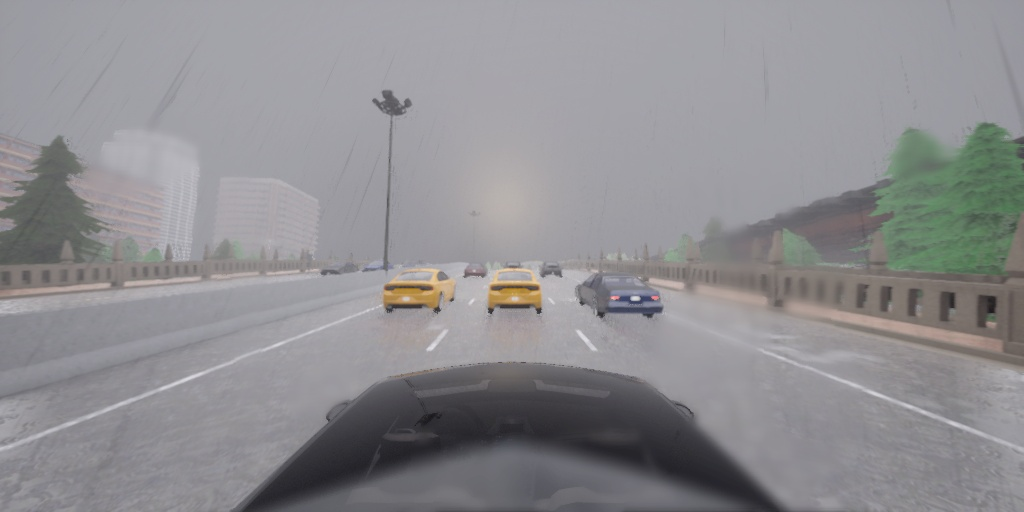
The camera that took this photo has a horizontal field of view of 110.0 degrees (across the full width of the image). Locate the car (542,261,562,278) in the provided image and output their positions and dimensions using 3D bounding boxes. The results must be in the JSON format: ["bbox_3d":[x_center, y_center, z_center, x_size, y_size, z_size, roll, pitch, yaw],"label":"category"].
[{"bbox_3d":[3.597,1.232,33.874,1.837,1.490,4.892,0,0,0],"label":"car"}]

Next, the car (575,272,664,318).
[{"bbox_3d":[3.598,1.288,12.965,2.033,1.411,5.357,0,0,0],"label":"car"}]

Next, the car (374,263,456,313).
[{"bbox_3d":[-3.402,1.217,14.001,1.882,1.535,5.008,0,0,0],"label":"car"}]

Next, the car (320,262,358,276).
[{"bbox_3d":[-17.594,1.273,37.064,2.033,1.411,5.357,0,0,0],"label":"car"}]

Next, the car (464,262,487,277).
[{"bbox_3d":[-3.403,1.291,34.244,1.994,1.385,4.181,0,0,0],"label":"car"}]

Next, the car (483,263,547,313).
[{"bbox_3d":[0.098,1.217,14.010,1.882,1.535,5.008,0,0,0],"label":"car"}]

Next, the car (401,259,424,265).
[{"bbox_3d":[-10.591,1.075,38.384,2.097,1.767,4.553,0,0,0],"label":"car"}]

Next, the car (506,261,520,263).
[{"bbox_3d":[0.097,1.232,33.891,1.837,1.490,4.892,0,0,0],"label":"car"}]

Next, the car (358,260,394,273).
[{"bbox_3d":[-14.091,1.202,38.107,1.882,1.535,5.008,0,0,0],"label":"car"}]
